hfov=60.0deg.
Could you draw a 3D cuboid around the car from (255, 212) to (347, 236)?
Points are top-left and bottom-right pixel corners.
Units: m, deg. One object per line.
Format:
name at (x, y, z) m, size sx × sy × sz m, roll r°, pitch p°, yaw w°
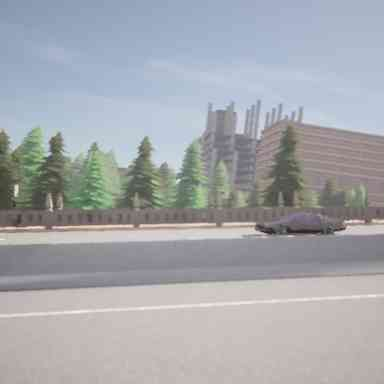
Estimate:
car at (6.670, 1.962, 20.515) m, size 5.357 × 1.411 × 2.033 m, roll 0°, pitch -1°, yaw -8°
